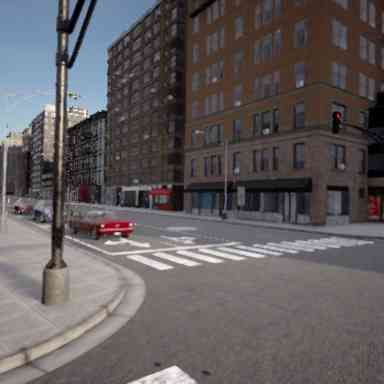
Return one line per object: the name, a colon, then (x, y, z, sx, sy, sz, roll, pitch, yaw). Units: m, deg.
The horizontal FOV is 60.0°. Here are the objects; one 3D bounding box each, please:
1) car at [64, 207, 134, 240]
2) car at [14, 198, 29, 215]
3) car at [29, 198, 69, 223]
car: (-4.874, 1.654, 17.449, 1.895, 1.301, 4.718, 2, -1, -38)
car: (-16.751, 1.368, 33.995, 2.097, 1.767, 4.553, 2, -1, -36)
car: (-10.781, 1.389, 25.681, 2.097, 1.767, 4.553, 2, -1, -36)
